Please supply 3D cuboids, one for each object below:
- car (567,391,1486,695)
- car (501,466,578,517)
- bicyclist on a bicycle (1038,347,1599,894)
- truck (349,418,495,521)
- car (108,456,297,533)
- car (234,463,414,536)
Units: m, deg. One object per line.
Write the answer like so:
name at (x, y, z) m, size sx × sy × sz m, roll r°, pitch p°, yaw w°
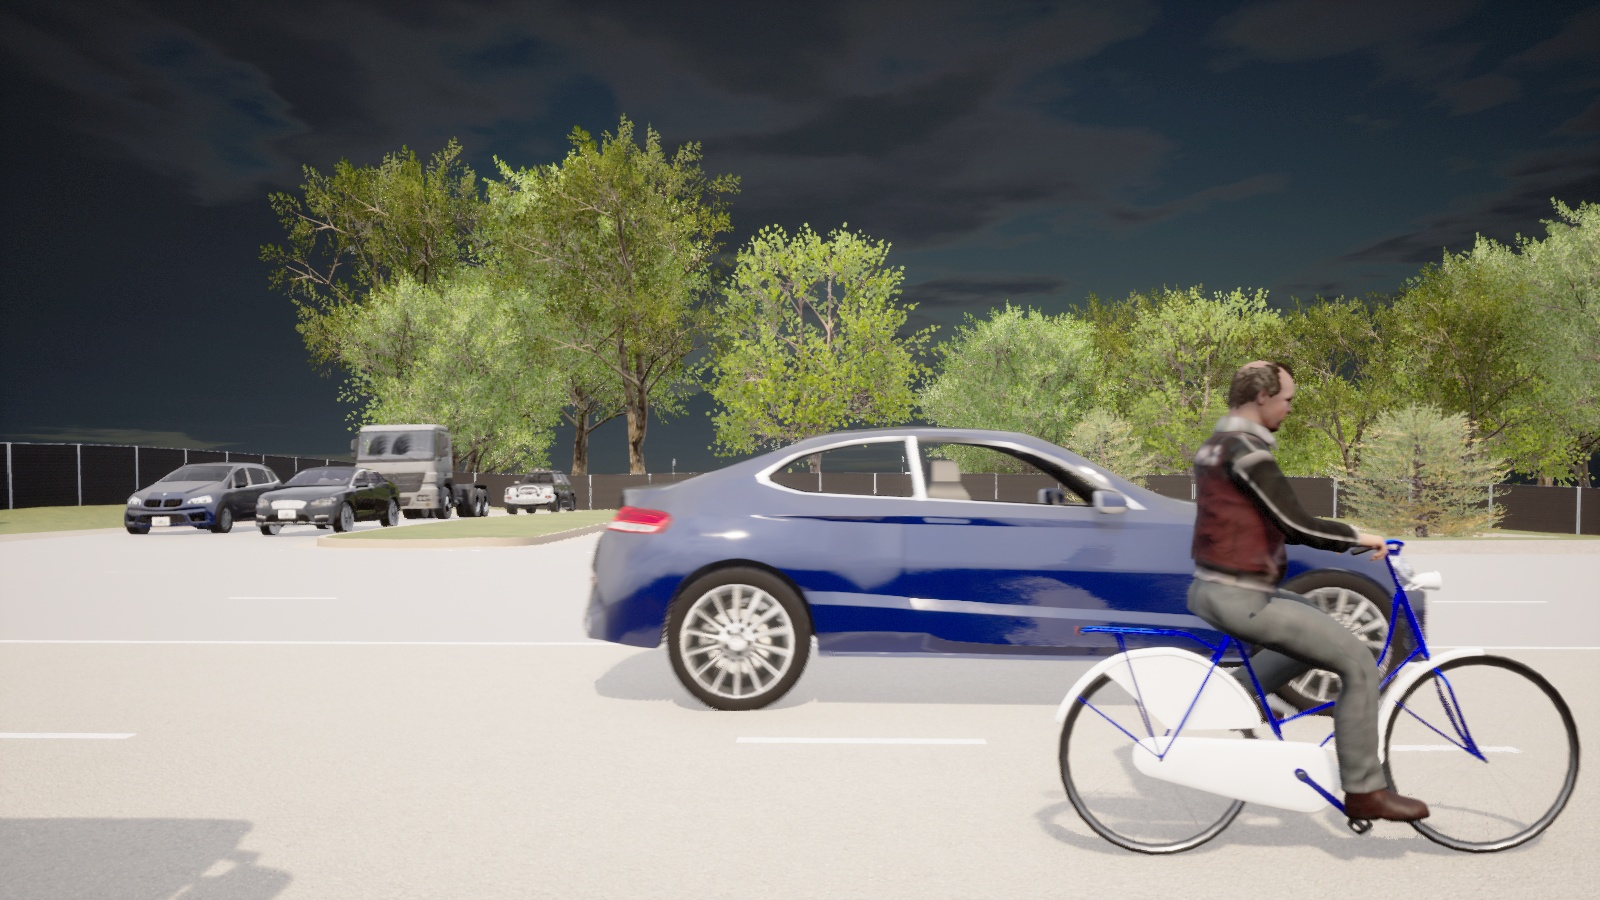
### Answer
car at (1.254, 0.527, 8.003) m, size 5.027 × 1.651 × 2.152 m, roll 0°, pitch -1°, yaw 2°
car at (-10.250, 1.659, 49.735) m, size 1.932 × 1.855 × 4.605 m, roll -1°, pitch -2°, yaw 2°
bicyclist on a bicycle at (1.843, 0.566, 4.466) m, size 1.843 × 1.776 × 0.659 m, roll -1°, pitch 0°, yaw 2°
truck at (-13.831, 0.821, 46.714) m, size 2.891 × 3.462 × 7.936 m, roll -1°, pitch -2°, yaw 1°
car at (-14.142, 1.034, 30.072) m, size 2.242 × 1.667 × 4.611 m, roll -1°, pitch -1°, yaw 1°
car at (-10.672, 1.071, 28.600) m, size 2.128 × 1.511 × 4.902 m, roll -1°, pitch -1°, yaw 1°
